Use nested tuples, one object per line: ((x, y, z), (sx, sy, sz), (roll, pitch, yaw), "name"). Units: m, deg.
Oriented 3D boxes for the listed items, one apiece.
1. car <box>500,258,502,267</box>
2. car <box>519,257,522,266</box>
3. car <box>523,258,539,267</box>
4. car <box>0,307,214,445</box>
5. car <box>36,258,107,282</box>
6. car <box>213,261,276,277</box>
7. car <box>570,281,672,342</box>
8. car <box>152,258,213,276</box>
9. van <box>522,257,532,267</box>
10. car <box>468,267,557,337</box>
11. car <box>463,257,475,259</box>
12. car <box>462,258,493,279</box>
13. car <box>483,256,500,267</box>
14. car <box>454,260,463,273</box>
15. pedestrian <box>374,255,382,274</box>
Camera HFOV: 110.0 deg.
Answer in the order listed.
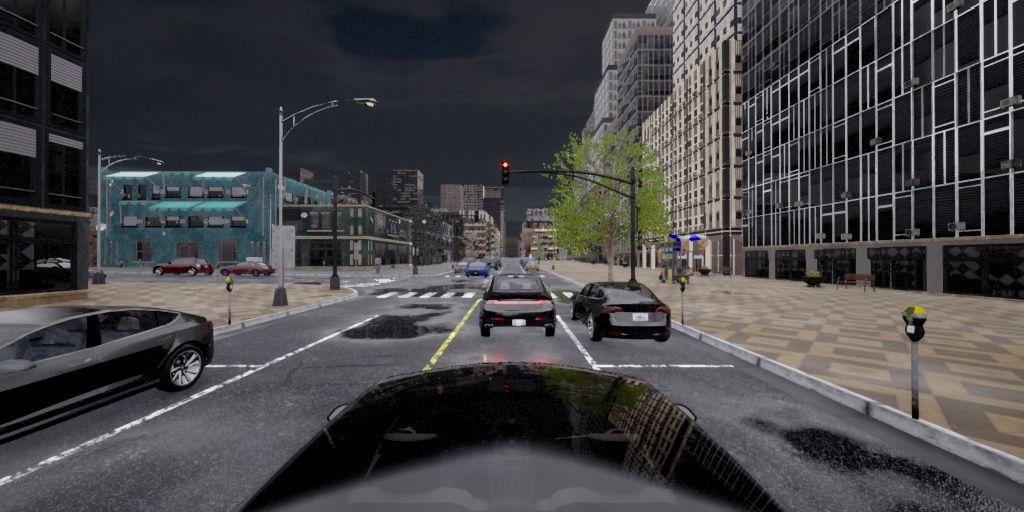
((-3.042, 0.976, 64.325), (2.150, 2.045, 5.566), (0, 0, 0), "car")
((2.705, 1.305, 64.289), (2.007, 1.370, 4.403), (0, 0, 0), "car")
((2.701, 1.278, 47.806), (1.751, 1.417, 4.829), (0, 0, 0), "car")
((-5.689, 1.316, 4.069), (1.948, 1.339, 4.313), (0, 0, 0), "car")
((-28.246, 0.980, 22.546), (4.207, 1.307, 1.802), (0, 0, -1), "car")
((-22.815, 1.090, 31.002), (4.207, 1.307, 1.802), (0, 0, -1), "car")
((2.692, 1.316, 9.607), (1.948, 1.339, 4.313), (0, 0, 0), "car")
((-28.362, 0.879, 30.925), (4.097, 1.591, 1.967), (0, 0, -1), "car")
((2.702, 1.094, 53.187), (1.690, 1.789, 3.998), (0, 0, 0), "van")
((0.112, 1.242, 10.277), (2.128, 1.511, 4.902), (0, 0, -1), "car")
((-5.679, 1.068, 47.636), (2.192, 1.841, 5.009), (0, 0, 0), "car")
((-3.096, 1.229, 33.130), (1.882, 1.535, 5.008), (0, 0, 0), "car")
((-3.085, 0.976, 49.428), (2.150, 2.045, 5.566), (0, 0, -3), "car")
((-5.681, 1.334, 42.085), (1.802, 1.307, 4.207), (0, 0, 0), "car")
((-12.742, 0.789, 34.091), (0.375, 1.860, 0.375), (0, -1, -1), "pedestrian")
